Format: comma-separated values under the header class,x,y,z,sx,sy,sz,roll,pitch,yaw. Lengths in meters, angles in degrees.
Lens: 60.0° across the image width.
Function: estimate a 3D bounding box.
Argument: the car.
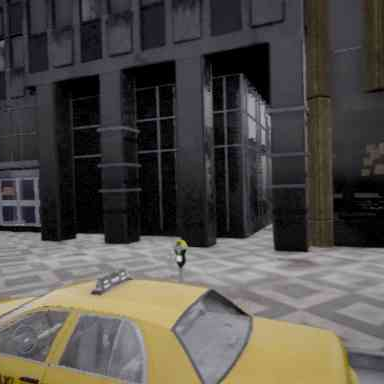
class,x,y,z,sx,sy,sz,roll,pitch,yaw
car,-0.991,1.474,3.301,4.829,1.417,1.752,-1,1,22
